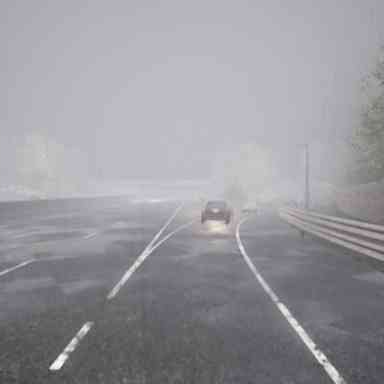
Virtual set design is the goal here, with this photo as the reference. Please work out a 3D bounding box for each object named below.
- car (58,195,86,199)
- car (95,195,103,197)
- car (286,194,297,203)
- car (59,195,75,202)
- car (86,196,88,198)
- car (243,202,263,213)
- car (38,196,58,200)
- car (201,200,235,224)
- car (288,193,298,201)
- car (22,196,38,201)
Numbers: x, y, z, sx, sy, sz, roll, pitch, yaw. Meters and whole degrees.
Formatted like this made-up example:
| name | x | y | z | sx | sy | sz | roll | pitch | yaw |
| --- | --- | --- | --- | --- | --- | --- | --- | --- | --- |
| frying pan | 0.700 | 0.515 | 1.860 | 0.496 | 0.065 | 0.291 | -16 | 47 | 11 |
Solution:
| name | x | y | z | sx | sy | sz | roll | pitch | yaw |
| --- | --- | --- | --- | --- | --- | --- | --- | --- | --- |
| car | -21.019 | 1.552 | 58.627 | 2.033 | 1.411 | 5.357 | 0 | 0 | 0 |
| car | -21.005 | 1.519 | 74.773 | 1.837 | 1.490 | 4.892 | 0 | 0 | 0 |
| car | 22.832 | 1.909 | 77.095 | 1.895 | 1.301 | 4.718 | 0 | 3 | 20 |
| car | -28.005 | 1.519 | 74.617 | 1.837 | 1.490 | 4.892 | 0 | 0 | 0 |
| car | -24.505 | 1.543 | 74.731 | 1.812 | 1.442 | 4.674 | 0 | 0 | 0 |
| car | 7.968 | 2.007 | 43.685 | 1.812 | 1.442 | 4.674 | 0 | -1 | 24 |
| car | -24.525 | 1.501 | 58.600 | 2.128 | 1.511 | 4.902 | 0 | 0 | 1 |
| car | 2.114 | 1.405 | 25.887 | 2.097 | 1.767 | 4.553 | 2 | 0 | 12 |
| car | 26.315 | 1.241 | 86.540 | 2.128 | 1.511 | 4.902 | 0 | 4 | 19 |
| car | -28.020 | 1.507 | 58.472 | 1.837 | 1.490 | 4.892 | 0 | 0 | 0 |
